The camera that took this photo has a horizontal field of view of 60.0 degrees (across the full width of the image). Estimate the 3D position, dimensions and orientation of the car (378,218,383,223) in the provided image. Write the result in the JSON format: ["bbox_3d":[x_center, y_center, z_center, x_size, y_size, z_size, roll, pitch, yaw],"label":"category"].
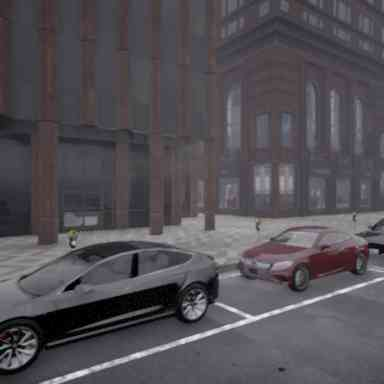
[{"bbox_3d":[7.709,1.564,12.150,4.313,1.339,1.947,0,0,-36],"label":"car"}]

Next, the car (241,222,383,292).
[{"bbox_3d":[3.121,1.580,8.877,4.206,1.307,1.802,0,0,-36],"label":"car"}]

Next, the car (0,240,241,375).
[{"bbox_3d":[-1.469,1.565,5.603,4.313,1.339,1.947,0,0,-36],"label":"car"}]
